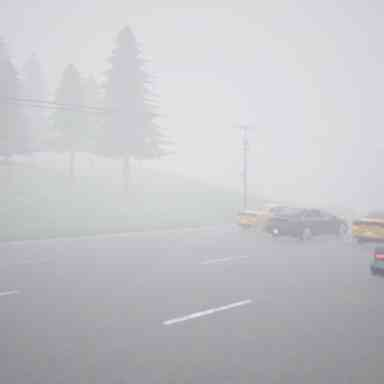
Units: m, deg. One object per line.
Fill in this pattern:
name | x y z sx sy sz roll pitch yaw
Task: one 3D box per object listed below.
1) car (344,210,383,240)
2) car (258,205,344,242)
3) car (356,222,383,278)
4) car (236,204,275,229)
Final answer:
car | 8.994 1.484 14.488 5.008 1.535 1.882 0 0 -35
car | 5.780 1.512 16.503 4.892 1.490 1.837 -1 0 -35
car | 6.735 1.552 8.623 5.357 1.411 2.033 0 0 -35
car | 4.927 1.484 20.186 5.008 1.535 1.882 0 0 -35
